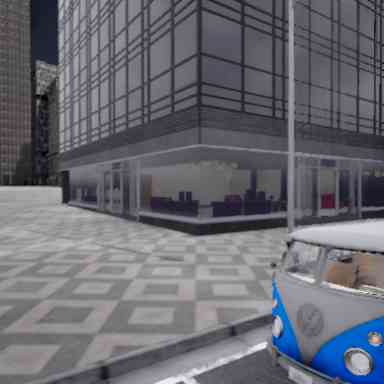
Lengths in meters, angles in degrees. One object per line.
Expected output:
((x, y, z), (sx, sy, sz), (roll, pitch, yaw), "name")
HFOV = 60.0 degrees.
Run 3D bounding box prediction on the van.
((2.792, 1.287, 4.450), (3.998, 1.788, 1.690), (0, 1, -35), "van")
